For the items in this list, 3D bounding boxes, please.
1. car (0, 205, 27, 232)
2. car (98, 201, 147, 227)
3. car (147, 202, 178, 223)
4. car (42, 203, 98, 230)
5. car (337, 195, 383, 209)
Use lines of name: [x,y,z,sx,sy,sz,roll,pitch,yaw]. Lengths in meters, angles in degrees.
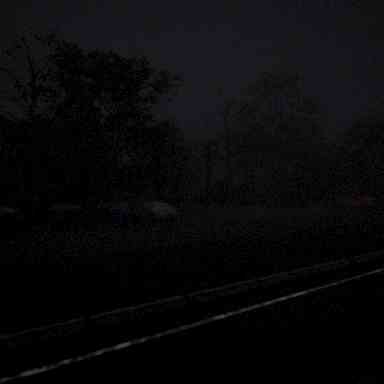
car: [-10.661,1.479,18.934,2.002,1.452,4.674,0,0,-35]
car: [-5.333,1.405,22.743,2.097,1.535,5.008,0,0,-35]
car: [-2.765,1.429,24.564,2.002,1.452,4.674,0,0,-35]
car: [-7.992,1.423,20.834,2.231,1.521,4.892,0,0,-35]
car: [20.432,1.249,41.096,2.097,1.535,5.008,0,0,-35]
